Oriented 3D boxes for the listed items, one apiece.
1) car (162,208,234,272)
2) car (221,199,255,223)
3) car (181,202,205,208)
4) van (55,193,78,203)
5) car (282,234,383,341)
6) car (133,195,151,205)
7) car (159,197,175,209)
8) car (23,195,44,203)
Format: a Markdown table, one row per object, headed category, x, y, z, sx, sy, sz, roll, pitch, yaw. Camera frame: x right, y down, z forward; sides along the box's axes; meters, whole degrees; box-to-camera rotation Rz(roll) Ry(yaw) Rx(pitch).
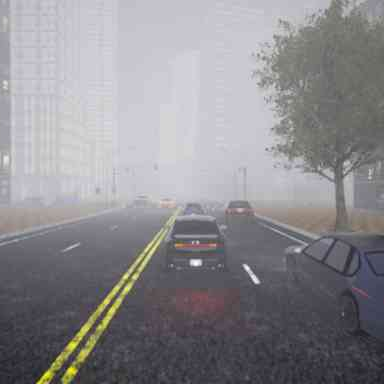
| category | x | y | z | sx | sy | sz | roll | pitch | yaw |
| --- | --- | --- | --- | --- | --- | --- | --- | --- | --- |
| car | 0.101 | 1.500 | 10.701 | 1.837 | 1.490 | 4.892 | 0 | 0 | 0 |
| car | 3.349 | 1.330 | 25.214 | 2.097 | 1.767 | 4.553 | 0 | 0 | 0 |
| car | 0.102 | 1.502 | 26.904 | 1.812 | 1.442 | 4.674 | 0 | 0 | 0 |
| van | -22.646 | 1.124 | 60.236 | 3.998 | 1.788 | 1.690 | 0 | 0 | 1 |
| car | 3.348 | 1.544 | 6.556 | 2.033 | 1.411 | 5.357 | 0 | 0 | 0 |
| car | -6.497 | 1.081 | 43.387 | 1.882 | 1.535 | 5.008 | 0 | 0 | 0 |
| car | -3.246 | 1.462 | 43.389 | 1.882 | 1.535 | 5.008 | 0 | 0 | 0 |
| car | -28.185 | 1.303 | 60.284 | 4.507 | 1.381 | 1.887 | 0 | 0 | 1 |
